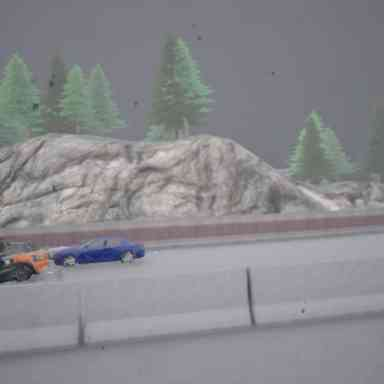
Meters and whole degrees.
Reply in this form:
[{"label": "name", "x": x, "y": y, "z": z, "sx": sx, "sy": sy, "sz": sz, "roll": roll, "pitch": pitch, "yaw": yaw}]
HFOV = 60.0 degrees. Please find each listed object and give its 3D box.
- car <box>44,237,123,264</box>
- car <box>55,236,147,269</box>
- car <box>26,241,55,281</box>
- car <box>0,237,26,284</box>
[{"label": "car", "x": -7.019, "y": 3.805, "z": 22.008, "sx": 4.718, "sy": 1.301, "sz": 1.895, "roll": -2, "pitch": -5, "yaw": -8}, {"label": "car", "x": -5.094, "y": 3.318, "z": 18.806, "sx": 5.008, "sy": 1.535, "sz": 1.882, "roll": -2, "pitch": -5, "yaw": -9}, {"label": "car", "x": -8.879, "y": 3.055, "z": 14.783, "sx": 4.553, "sy": 1.767, "sz": 2.097, "roll": -2, "pitch": -5, "yaw": -8}, {"label": "car", "x": -9.054, "y": 2.640, "z": 11.231, "sx": 5.566, "sy": 2.045, "sz": 2.150, "roll": -2, "pitch": -5, "yaw": -7}]
